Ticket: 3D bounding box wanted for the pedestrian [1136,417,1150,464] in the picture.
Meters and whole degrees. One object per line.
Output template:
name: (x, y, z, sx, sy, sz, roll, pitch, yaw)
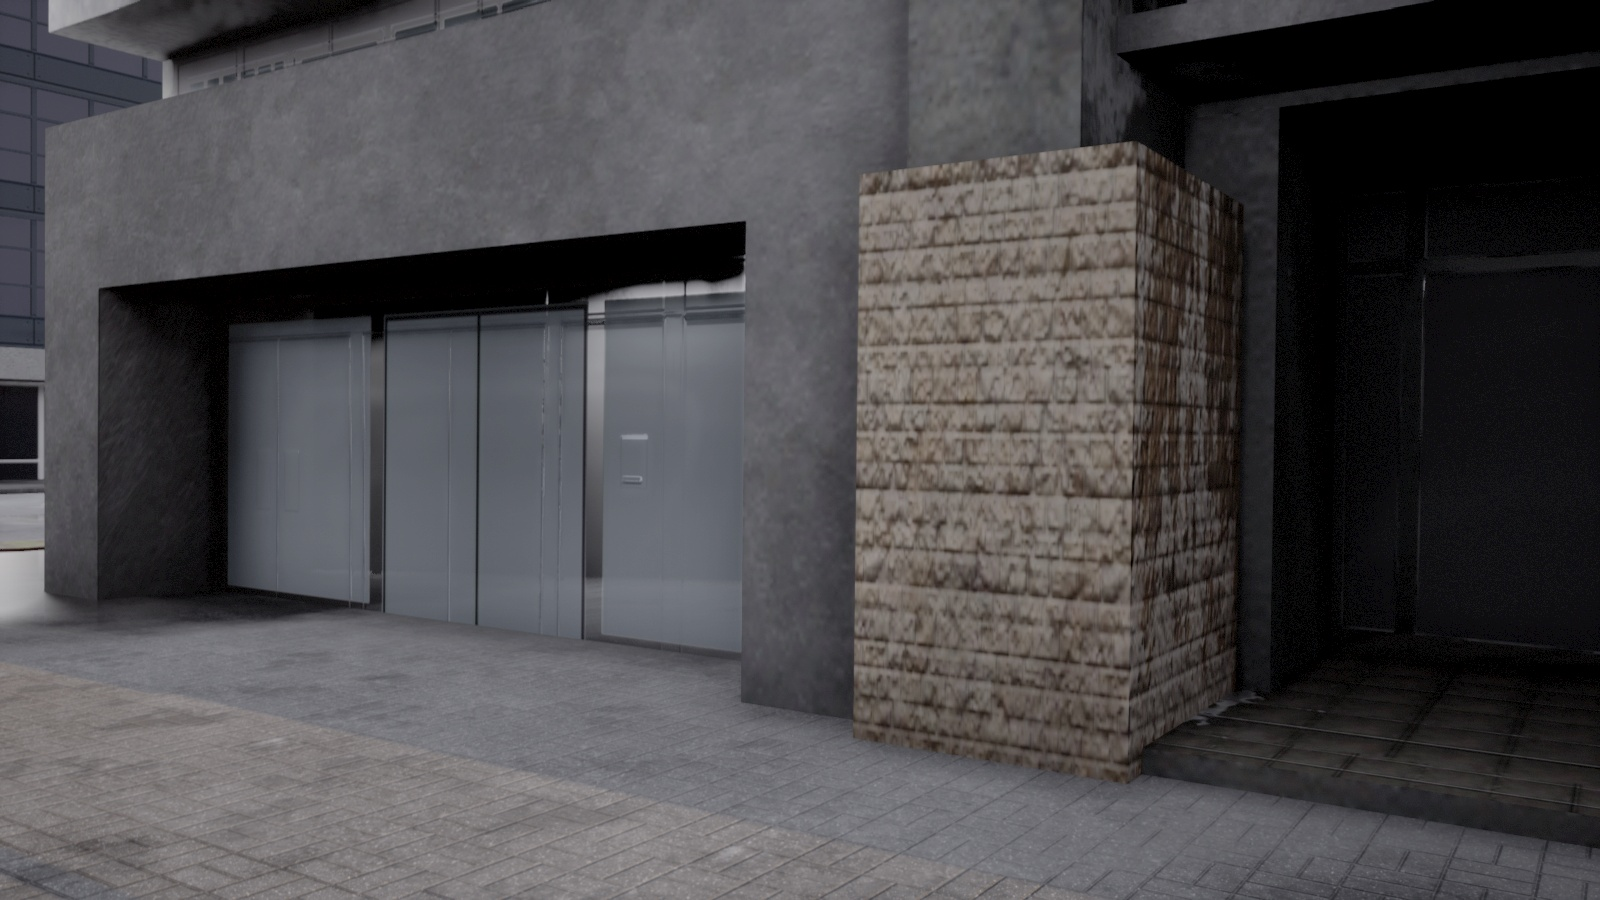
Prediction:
pedestrian: (13.526, -0.383, 49.524, 0.345, 1.836, 0.594, 0, 1, 32)
